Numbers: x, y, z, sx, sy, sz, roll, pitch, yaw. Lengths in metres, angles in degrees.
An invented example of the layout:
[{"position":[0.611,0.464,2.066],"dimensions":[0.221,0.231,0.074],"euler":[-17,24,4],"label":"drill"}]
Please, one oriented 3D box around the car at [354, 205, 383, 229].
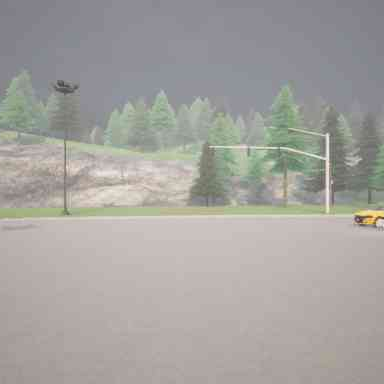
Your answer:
[{"position":[12.955,1.477,21.180],"dimensions":[5.008,1.535,1.882],"euler":[0,0,-4],"label":"car"}]
